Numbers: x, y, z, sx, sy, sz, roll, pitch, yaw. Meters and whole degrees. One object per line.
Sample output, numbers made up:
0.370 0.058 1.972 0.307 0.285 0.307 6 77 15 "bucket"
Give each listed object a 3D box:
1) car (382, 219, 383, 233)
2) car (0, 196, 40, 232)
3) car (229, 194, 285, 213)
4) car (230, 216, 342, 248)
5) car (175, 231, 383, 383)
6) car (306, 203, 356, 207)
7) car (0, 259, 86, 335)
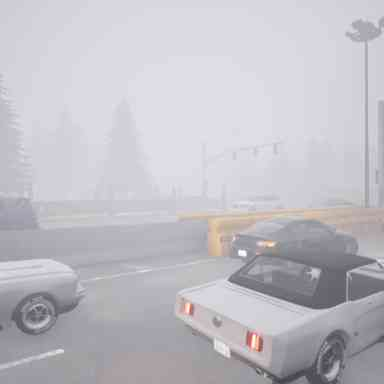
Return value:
10.630 1.409 15.563 4.674 1.442 1.812 -1 0 -36 "car"
-9.602 1.223 14.333 5.566 2.045 2.150 0 0 -35 "car"
5.825 1.171 29.390 5.566 2.045 2.150 -1 0 -35 "car"
3.242 1.475 10.321 4.674 1.442 1.812 -1 0 -35 "car"
2.174 1.577 5.280 4.718 1.301 1.895 -1 0 -35 "car"
9.877 1.021 23.683 4.181 1.385 1.994 -1 0 -35 "car"
-4.178 1.601 5.065 4.718 1.301 1.895 0 0 -35 "car"
